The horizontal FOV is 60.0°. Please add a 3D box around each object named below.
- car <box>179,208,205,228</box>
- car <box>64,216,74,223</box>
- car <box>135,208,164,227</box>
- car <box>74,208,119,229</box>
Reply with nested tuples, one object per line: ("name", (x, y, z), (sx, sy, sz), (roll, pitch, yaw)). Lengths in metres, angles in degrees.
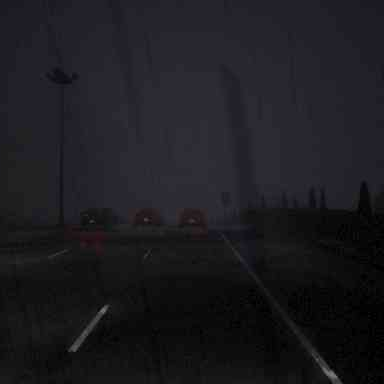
("car", (0.018, 1.990, 25.867), (1.882, 1.535, 5.008), (0, -3, 0))
("car", (-20.998, 5.353, 59.544), (2.150, 2.045, 5.566), (0, -8, 1))
("car", (-3.393, 2.007, 26.966), (1.882, 1.535, 5.008), (0, -3, 0))
("car", (-6.892, 1.942, 25.294), (2.128, 1.511, 4.902), (0, -2, 0))
